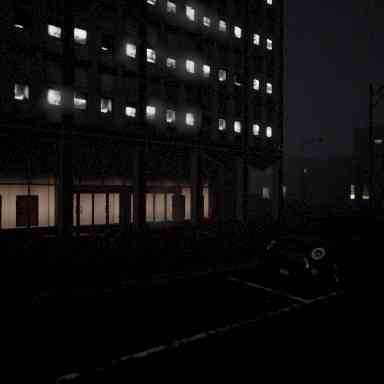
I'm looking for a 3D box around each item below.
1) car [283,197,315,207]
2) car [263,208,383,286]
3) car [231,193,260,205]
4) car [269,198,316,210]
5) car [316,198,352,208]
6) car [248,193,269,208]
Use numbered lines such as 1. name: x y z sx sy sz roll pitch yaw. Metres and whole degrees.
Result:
1. car: 15.524 1.481 48.519 1.802 1.307 4.206 1 0 -35
2. car: 3.888 1.441 9.330 4.097 1.590 1.967 0 0 -36
3. car: 9.232 1.169 57.629 2.192 1.841 5.009 1 0 -35
4. car: 11.777 1.427 39.201 2.008 1.369 4.403 1 0 -35
5. car: 18.576 1.447 44.103 1.752 1.417 4.829 1 0 -35
6. car: 8.631 1.168 43.757 2.192 1.841 5.009 1 0 -35
